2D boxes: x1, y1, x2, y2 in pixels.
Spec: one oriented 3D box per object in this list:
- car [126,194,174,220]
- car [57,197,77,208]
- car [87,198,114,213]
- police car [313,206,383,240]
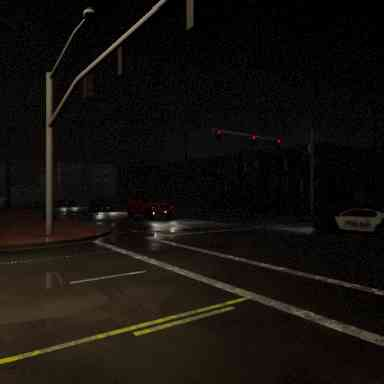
[{"bbox_3d":[-3.718,1.222,28.561,2.150,2.045,5.566,0,0,-36],"label":"car"},{"bbox_3d":[-18.617,1.526,49.361,1.812,1.442,4.674,0,0,-36],"label":"car"},{"bbox_3d":[-10.536,1.503,38.062,1.837,1.490,4.892,0,0,-36],"label":"car"},{"bbox_3d":[8.787,1.504,17.325,2.038,1.542,4.974,0,0,-36],"label":"police car"}]
